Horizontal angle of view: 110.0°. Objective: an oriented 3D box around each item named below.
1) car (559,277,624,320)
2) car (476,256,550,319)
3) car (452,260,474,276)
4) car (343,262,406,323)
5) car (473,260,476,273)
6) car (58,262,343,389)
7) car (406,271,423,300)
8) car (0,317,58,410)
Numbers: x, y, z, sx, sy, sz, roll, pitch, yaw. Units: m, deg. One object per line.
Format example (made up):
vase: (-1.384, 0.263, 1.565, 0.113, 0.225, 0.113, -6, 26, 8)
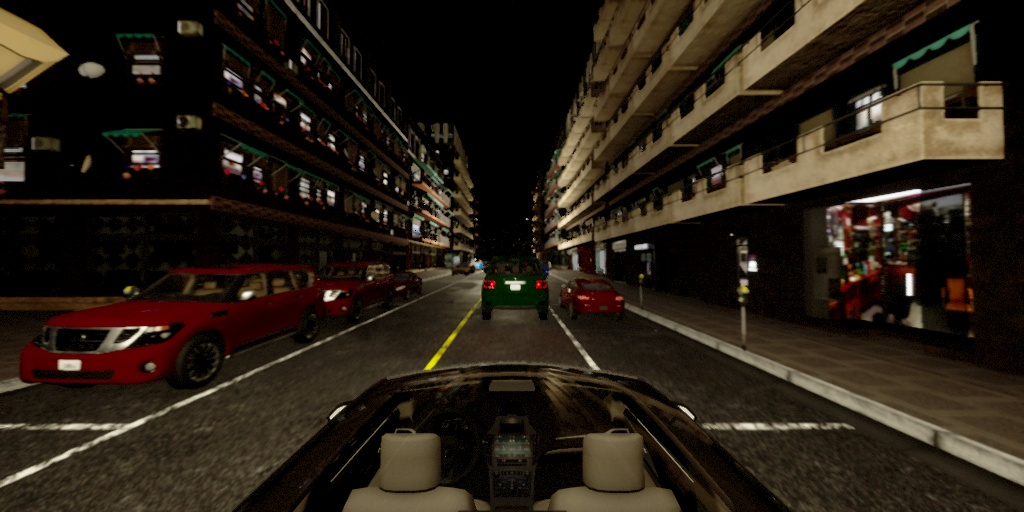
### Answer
car: (2.689, 1.392, 12.648, 1.802, 1.307, 4.207, 0, 0, 0)
car: (0.098, 1.035, 13.308, 2.150, 2.045, 5.566, 0, 0, 0)
car: (-5.697, 1.491, 40.371, 1.751, 1.417, 4.829, 0, 0, 0)
car: (-5.692, 1.126, 12.686, 2.192, 1.841, 5.009, 0, 0, 0)
car: (-5.698, 1.562, 46.112, 1.948, 1.339, 4.313, 0, 0, 0)
car: (-5.690, 1.095, 7.115, 2.192, 1.841, 5.009, 0, 0, 0)
car: (-5.693, 1.424, 18.258, 1.802, 1.307, 4.207, 0, 0, 0)
car: (-5.690, 1.315, 1.544, 1.948, 1.339, 4.313, 0, 0, 0)
